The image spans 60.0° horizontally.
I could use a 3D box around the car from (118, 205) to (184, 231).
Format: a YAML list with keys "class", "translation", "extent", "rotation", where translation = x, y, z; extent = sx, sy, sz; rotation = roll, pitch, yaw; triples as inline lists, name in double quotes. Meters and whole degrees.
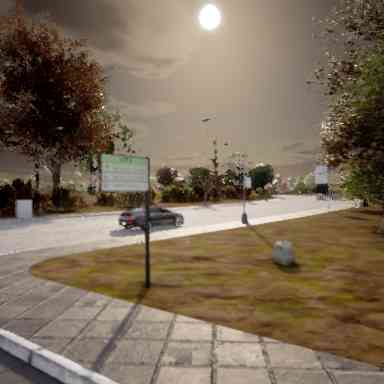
- class: "car"
  translation: [-2.527, 1.623, 21.570]
  extent: [1.837, 1.490, 4.892]
  rotation: [0, -1, 39]

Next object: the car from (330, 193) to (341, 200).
- class: "car"
  translation: [34.646, 1.262, 79.947]
  extent: [1.812, 1.442, 4.674]
  rotation: [0, 0, 20]

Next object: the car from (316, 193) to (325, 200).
- class: "car"
  translation: [31.163, 1.359, 80.638]
  extent: [1.895, 1.301, 4.718]
  rotation: [0, 0, 20]
